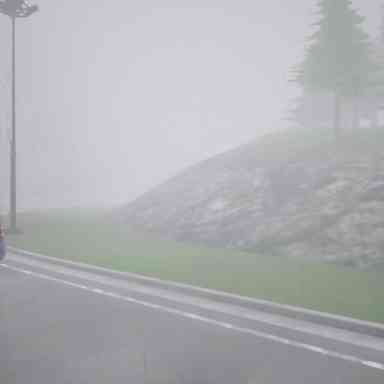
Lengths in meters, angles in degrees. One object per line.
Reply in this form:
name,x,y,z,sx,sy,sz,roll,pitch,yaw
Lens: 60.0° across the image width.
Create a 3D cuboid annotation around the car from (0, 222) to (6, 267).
car,-7.434,1.214,9.661,5.566,2.045,2.150,0,0,40
